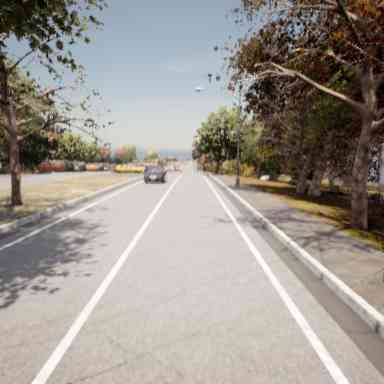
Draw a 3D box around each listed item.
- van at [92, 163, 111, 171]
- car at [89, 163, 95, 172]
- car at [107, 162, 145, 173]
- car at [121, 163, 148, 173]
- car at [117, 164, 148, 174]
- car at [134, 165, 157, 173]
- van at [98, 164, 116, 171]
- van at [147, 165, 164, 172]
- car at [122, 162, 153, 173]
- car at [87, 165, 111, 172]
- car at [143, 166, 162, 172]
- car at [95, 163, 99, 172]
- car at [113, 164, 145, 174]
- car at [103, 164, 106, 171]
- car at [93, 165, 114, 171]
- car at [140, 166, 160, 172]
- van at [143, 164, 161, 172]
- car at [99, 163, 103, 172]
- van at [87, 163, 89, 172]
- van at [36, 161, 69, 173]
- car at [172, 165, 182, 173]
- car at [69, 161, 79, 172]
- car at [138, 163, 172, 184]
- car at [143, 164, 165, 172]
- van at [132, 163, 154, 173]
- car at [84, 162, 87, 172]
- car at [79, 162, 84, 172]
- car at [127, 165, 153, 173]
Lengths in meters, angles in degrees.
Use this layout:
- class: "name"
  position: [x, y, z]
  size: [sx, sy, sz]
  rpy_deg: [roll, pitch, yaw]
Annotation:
- class: "van"
  position: [-23.365, -6.347, 85.983]
  size: [4.442, 1.987, 1.878]
  rpy_deg: [1, 4, 0]
- class: "car"
  position: [-23.437, -5.121, 69.406]
  size: [4.553, 1.767, 2.185]
  rpy_deg: [1, 4, 0]
- class: "car"
  position: [-10.191, -3.634, 52.641]
  size: [5.366, 1.575, 1.946]
  rpy_deg: [1, 4, 0]
- class: "car"
  position: [-10.413, -4.370, 60.927]
  size: [4.553, 1.767, 2.185]
  rpy_deg: [1, 4, 0]
- class: "car"
  position: [-10.388, -4.049, 58.166]
  size: [5.008, 1.535, 2.097]
  rpy_deg: [1, 4, 0]
- class: "car"
  position: [-10.401, -5.187, 74.780]
  size: [5.008, 1.535, 2.097]
  rpy_deg: [1, 4, 0]
- class: "van"
  position: [-23.370, -6.697, 91.363]
  size: [4.442, 1.987, 1.878]
  rpy_deg: [1, 3, 0]
- class: "van"
  position: [-10.294, -6.668, 94.141]
  size: [4.442, 1.987, 1.878]
  rpy_deg: [1, 3, 0]
- class: "car"
  position: [-10.354, -4.685, 63.684]
  size: [5.566, 2.045, 2.435]
  rpy_deg: [1, 4, 0]
- class: "car"
  position: [-23.298, -5.936, 83.236]
  size: [5.366, 1.575, 1.946]
  rpy_deg: [1, 4, 0]
- class: "car"
  position: [-10.438, -6.099, 88.637]
  size: [4.792, 1.488, 2.163]
  rpy_deg: [1, 3, 0]
- class: "car"
  position: [-23.467, -5.176, 72.054]
  size: [5.008, 1.535, 2.097]
  rpy_deg: [1, 4, 0]
- class: "car"
  position: [-10.385, -3.844, 55.402]
  size: [4.892, 1.521, 2.231]
  rpy_deg: [1, 4, 0]
- class: "car"
  position: [-23.471, -5.558, 77.708]
  size: [4.892, 1.521, 2.231]
  rpy_deg: [1, 4, 0]
- class: "car"
  position: [-23.492, -6.311, 88.762]
  size: [5.008, 1.535, 2.097]
  rpy_deg: [1, 4, 0]
- class: "car"
  position: [-10.407, -5.712, 83.093]
  size: [4.674, 1.452, 2.002]
  rpy_deg: [1, 4, 0]
- class: "van"
  position: [-10.286, -6.164, 85.845]
  size: [4.442, 1.987, 1.878]
  rpy_deg: [1, 4, 0]
- class: "car"
  position: [-23.470, -5.372, 74.943]
  size: [5.008, 1.535, 2.097]
  rpy_deg: [1, 4, 0]
- class: "van"
  position: [-23.581, -5.035, 66.636]
  size: [4.442, 1.987, 1.878]
  rpy_deg: [1, 4, 0]
- class: "van"
  position: [-23.572, -4.252, 55.464]
  size: [4.442, 1.987, 1.878]
  rpy_deg: [1, 4, 0]
- class: "car"
  position: [-3.317, -5.107, 72.179]
  size: [2.097, 1.767, 4.553]
  rpy_deg: [1, 4, 0]
- class: "car"
  position: [-23.485, -4.489, 58.347]
  size: [5.566, 2.045, 2.435]
  rpy_deg: [1, 4, 0]
- class: "car"
  position: [-3.362, -1.627, 31.186]
  size: [2.128, 1.511, 4.902]
  rpy_deg: [1, 6, 0]
- class: "car"
  position: [-10.436, -6.551, 91.367]
  size: [5.566, 2.045, 2.435]
  rpy_deg: [1, 3, 0]
- class: "van"
  position: [-10.507, -5.226, 71.995]
  size: [4.442, 1.987, 1.878]
  rpy_deg: [1, 4, 0]
- class: "car"
  position: [-23.459, -4.620, 63.887]
  size: [4.892, 1.521, 2.231]
  rpy_deg: [1, 4, 0]
- class: "car"
  position: [-23.277, -4.432, 61.126]
  size: [5.366, 1.575, 1.946]
  rpy_deg: [1, 4, 0]
- class: "car"
  position: [-10.418, -4.594, 66.473]
  size: [4.792, 1.488, 2.163]
  rpy_deg: [1, 4, 0]
